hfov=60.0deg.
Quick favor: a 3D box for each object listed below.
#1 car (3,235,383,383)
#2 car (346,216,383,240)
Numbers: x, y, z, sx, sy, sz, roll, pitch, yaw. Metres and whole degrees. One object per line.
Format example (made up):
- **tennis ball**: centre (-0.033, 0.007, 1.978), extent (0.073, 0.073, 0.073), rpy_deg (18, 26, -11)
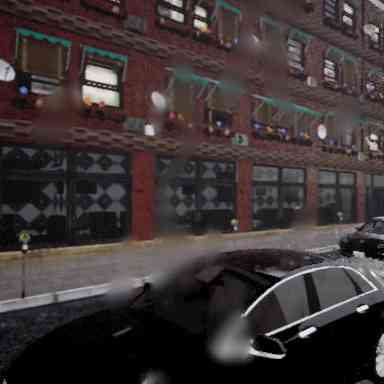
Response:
- **car**: centre (0.609, 1.499, 3.800), extent (4.892, 1.490, 1.837), rpy_deg (0, 0, -35)
- **car**: centre (6.892, 1.536, 11.458), extent (4.313, 1.339, 1.947), rpy_deg (0, 1, -35)
